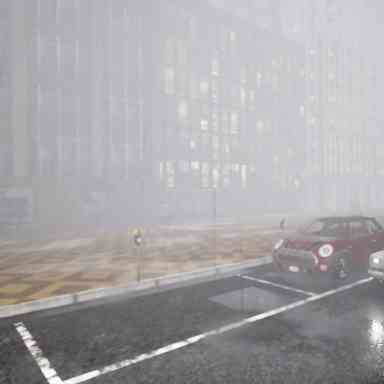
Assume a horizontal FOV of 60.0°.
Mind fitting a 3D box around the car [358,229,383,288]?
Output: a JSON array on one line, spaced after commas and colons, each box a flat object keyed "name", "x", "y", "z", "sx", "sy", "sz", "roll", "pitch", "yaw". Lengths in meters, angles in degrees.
[{"name": "car", "x": 6.250, "y": 1.600, "z": 8.148, "sx": 4.718, "sy": 1.301, "sz": 1.895, "roll": 0, "pitch": -1, "yaw": -37}]

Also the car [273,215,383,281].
[{"name": "car", "x": 4.236, "y": 1.472, "z": 9.880, "sx": 4.097, "sy": 1.590, "sz": 1.967, "roll": 0, "pitch": -1, "yaw": -37}]
